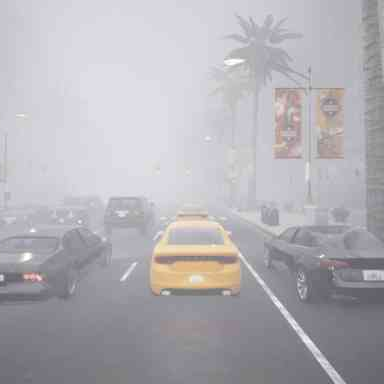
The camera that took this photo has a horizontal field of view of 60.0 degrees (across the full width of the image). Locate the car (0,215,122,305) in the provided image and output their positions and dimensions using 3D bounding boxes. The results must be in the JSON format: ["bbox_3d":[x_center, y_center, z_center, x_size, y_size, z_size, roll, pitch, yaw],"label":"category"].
[{"bbox_3d":[-3.422,1.548,8.336,2.033,1.411,5.357,0,0,0],"label":"car"}]

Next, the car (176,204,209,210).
[{"bbox_3d":[0.029,1.478,20.588,1.882,1.535,5.008,0,0,0],"label":"car"}]

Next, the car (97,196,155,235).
[{"bbox_3d":[-3.465,1.223,19.115,2.150,2.045,5.566,0,0,0],"label":"car"}]

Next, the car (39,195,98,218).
[{"bbox_3d":[-7.087,1.227,20.892,2.150,2.045,5.566,0,0,0],"label":"car"}]

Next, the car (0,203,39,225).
[{"bbox_3d":[-10.582,1.493,21.696,2.128,1.511,4.902,0,0,0],"label":"car"}]

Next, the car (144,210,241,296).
[{"bbox_3d":[0.072,1.478,8.716,1.882,1.535,5.008,0,0,0],"label":"car"}]

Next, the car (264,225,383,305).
[{"bbox_3d":[3.166,1.513,8.186,2.161,1.482,4.786,0,0,-1],"label":"car"}]
